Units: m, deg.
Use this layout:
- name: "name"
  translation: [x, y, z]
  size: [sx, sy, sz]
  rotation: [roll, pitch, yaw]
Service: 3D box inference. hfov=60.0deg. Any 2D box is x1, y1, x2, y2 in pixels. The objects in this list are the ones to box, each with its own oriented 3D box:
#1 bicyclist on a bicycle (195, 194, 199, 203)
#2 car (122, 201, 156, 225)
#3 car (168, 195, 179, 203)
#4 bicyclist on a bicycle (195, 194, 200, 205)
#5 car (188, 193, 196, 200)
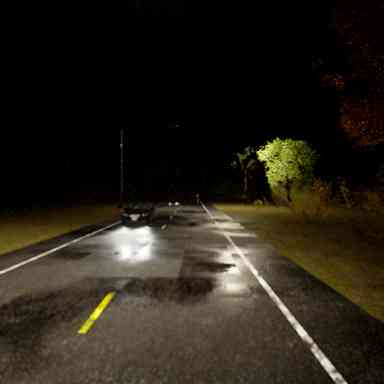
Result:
- name: "bicyclist on a bicycle"
  translation: [0.924, 1.227, 62.577]
  size: [0.866, 1.612, 1.509]
  rotation: [0, 0, 0]
- name: "car"
  translation: [-3.612, 1.421, 23.350]
  size: [2.128, 1.511, 4.902]
  rotation: [0, 0, 0]
- name: "car"
  translation: [-3.554, 1.351, 64.696]
  size: [1.994, 1.385, 4.181]
  rotation: [0, 0, 0]
- name: "bicyclist on a bicycle"
  translation: [0.932, 1.194, 53.575]
  size: [0.659, 1.776, 1.843]
  rotation: [0, 0, 0]
- name: "car"
  translation: [-0.045, 1.174, 80.598]
  size: [1.994, 1.385, 4.181]
  rotation: [0, 0, 0]
